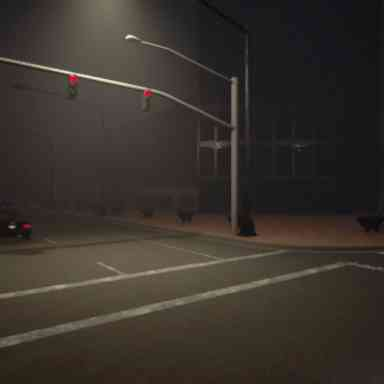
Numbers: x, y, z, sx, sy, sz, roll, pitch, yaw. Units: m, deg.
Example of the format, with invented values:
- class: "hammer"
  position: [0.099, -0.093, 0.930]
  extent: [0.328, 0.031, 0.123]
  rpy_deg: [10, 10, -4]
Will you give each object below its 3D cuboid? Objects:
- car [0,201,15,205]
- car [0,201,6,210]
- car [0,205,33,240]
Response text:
- class: "car"
  position: [-23.393, 1.910, 41.871]
  extent: [2.033, 1.411, 5.357]
  rpy_deg: [0, -1, -36]
- class: "car"
  position: [-29.582, 2.045, 50.397]
  extent: [1.994, 1.385, 4.181]
  rpy_deg: [0, -1, -36]
- class: "car"
  position: [-9.444, 1.613, 16.751]
  extent: [2.033, 1.411, 5.357]
  rpy_deg: [0, 0, -36]
